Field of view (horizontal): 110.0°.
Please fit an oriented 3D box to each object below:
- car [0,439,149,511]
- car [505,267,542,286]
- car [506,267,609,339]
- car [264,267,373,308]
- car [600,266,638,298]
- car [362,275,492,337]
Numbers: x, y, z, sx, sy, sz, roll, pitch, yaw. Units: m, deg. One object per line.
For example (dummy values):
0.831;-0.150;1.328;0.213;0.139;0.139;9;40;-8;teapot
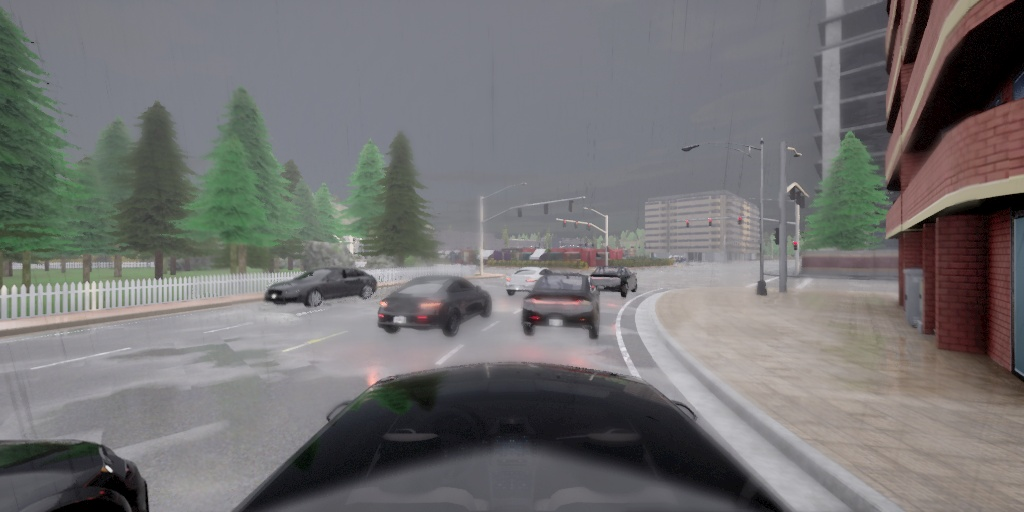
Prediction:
-3.170;1.314;0.429;1.994;1.385;4.181;0;0;-2;car
1.262;1.281;18.833;1.812;1.442;4.674;0;0;26;car
1.559;1.244;10.203;2.128;1.511;4.902;0;0;14;car
-7.976;1.261;15.497;1.837;1.490;4.892;0;-1;19;car
5.340;1.247;18.821;2.128;1.511;4.902;0;0;28;car
-1.988;1.278;10.334;1.812;1.442;4.674;0;0;13;car
